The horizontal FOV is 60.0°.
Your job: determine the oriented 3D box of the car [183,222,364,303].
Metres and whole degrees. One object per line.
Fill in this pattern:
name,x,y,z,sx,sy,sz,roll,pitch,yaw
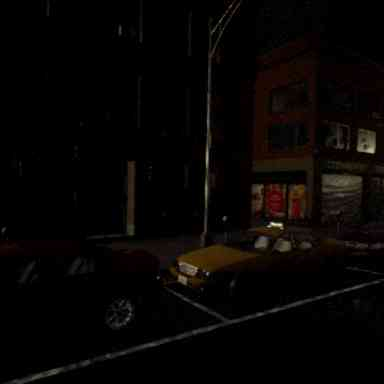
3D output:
car,1.827,1.424,7.917,4.829,1.417,1.752,0,2,-34

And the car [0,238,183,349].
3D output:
car,-2.601,1.428,4.965,4.507,1.381,1.887,0,2,-34

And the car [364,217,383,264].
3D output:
car,6.538,1.498,11.061,4.206,1.307,1.802,0,2,-34
